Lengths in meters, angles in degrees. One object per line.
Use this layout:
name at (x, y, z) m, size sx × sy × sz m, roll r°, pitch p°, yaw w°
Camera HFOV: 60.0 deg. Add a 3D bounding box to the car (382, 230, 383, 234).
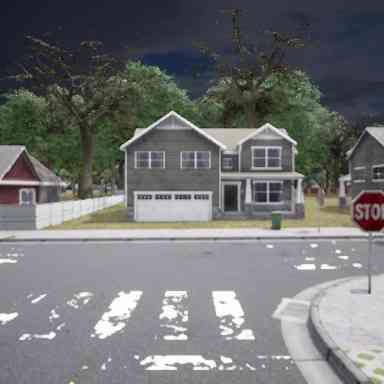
car at (10.980, 1.153, 13.690) m, size 5.566 × 2.045 × 2.150 m, roll -1°, pitch 1°, yaw 0°
